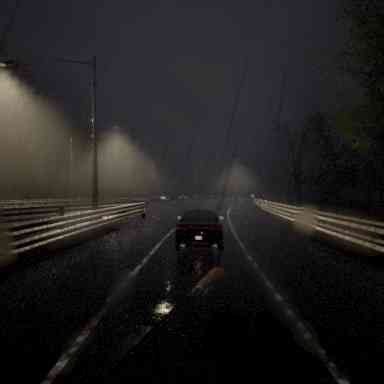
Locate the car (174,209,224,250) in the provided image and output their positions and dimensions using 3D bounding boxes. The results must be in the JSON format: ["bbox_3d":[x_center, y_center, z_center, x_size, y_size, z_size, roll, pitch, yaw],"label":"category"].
[{"bbox_3d":[0.352,1.480,14.308,1.882,1.535,5.008,0,0,3],"label":"car"}]
